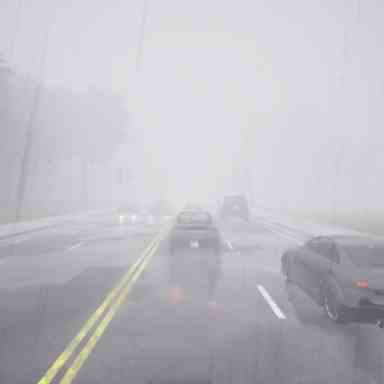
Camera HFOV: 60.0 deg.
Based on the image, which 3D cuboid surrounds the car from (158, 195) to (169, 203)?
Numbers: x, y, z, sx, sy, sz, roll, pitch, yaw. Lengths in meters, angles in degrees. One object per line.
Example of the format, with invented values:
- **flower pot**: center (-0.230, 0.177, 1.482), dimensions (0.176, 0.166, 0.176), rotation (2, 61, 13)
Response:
- **car**: center (-6.531, 1.530, 76.020), dimensions (2.097, 1.767, 4.553), rotation (0, 0, 0)

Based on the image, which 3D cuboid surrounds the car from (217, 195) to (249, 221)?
- **car**: center (3.334, 1.298, 27.672), dimensions (2.150, 2.045, 5.566), rotation (0, 0, 0)

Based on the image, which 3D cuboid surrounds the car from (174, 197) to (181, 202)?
- **car**: center (-3.281, 1.770, 75.960), dimensions (1.895, 1.301, 4.718), rotation (0, 0, 0)

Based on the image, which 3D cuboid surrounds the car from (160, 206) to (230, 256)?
- **car**: center (0.088, 1.526, 13.253), dimensions (2.128, 1.511, 4.902), rotation (0, 0, 0)

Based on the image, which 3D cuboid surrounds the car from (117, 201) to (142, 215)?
- **car**: center (-6.609, 1.664, 35.486), dimensions (1.994, 1.385, 4.181), rotation (0, 0, 0)

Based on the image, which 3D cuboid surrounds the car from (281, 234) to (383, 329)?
- **car**: center (3.326, 1.582, 7.140), dimensions (1.994, 1.385, 4.181), rotation (0, 0, 0)

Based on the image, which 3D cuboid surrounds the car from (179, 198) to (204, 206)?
- **car**: center (0.084, 1.561, 30.126), dimensions (1.882, 1.535, 5.008), rotation (0, 0, 0)

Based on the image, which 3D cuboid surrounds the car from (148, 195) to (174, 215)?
- **car**: center (-3.359, 1.451, 35.309), dimensions (2.097, 1.767, 4.553), rotation (0, 0, 0)
